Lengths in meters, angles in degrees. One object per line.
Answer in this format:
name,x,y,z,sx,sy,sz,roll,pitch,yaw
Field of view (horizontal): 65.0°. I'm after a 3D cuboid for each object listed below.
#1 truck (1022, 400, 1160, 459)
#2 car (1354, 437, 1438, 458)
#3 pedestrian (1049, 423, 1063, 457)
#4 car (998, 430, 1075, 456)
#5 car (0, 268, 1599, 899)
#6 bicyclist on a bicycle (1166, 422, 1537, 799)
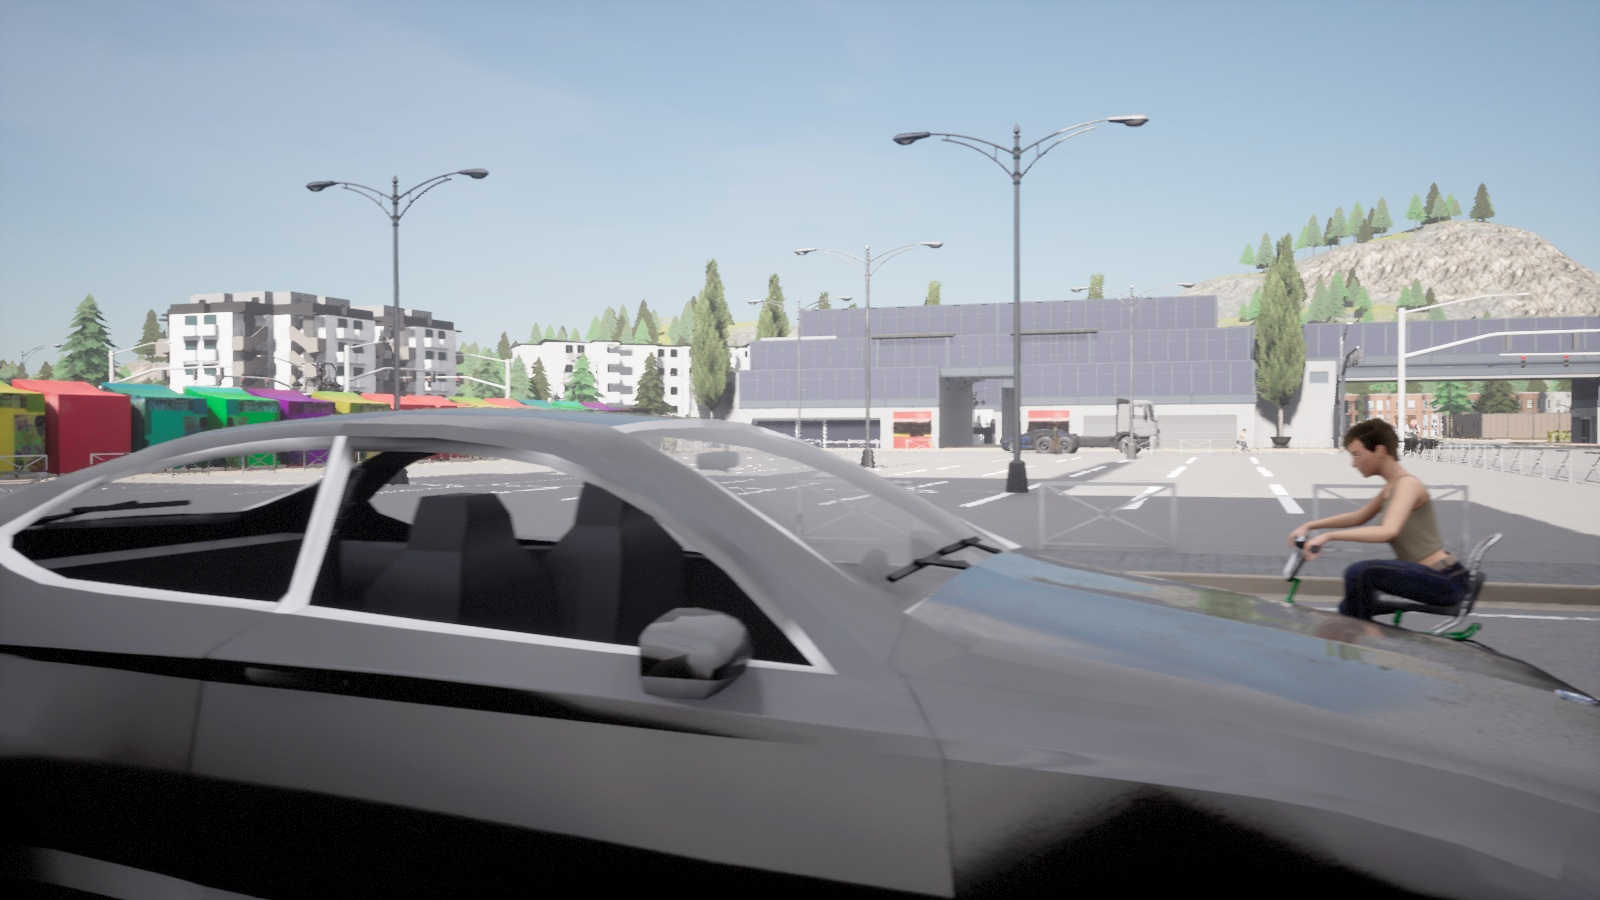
truck,17.873,-1.267,77.094,7.936,3.462,2.891,1,1,20
car,38.363,-0.169,80.935,4.718,1.301,1.895,1,1,19
pedestrian,14.574,-0.549,71.428,0.692,1.930,0.395,0,1,4
car,16.061,-0.493,85.253,4.856,1.649,2.033,1,1,20
car,-0.448,0.550,3.340,5.027,1.651,2.152,1,1,19
bicyclist on a bicycle,2.565,0.676,6.017,1.509,1.612,0.866,1,1,19
